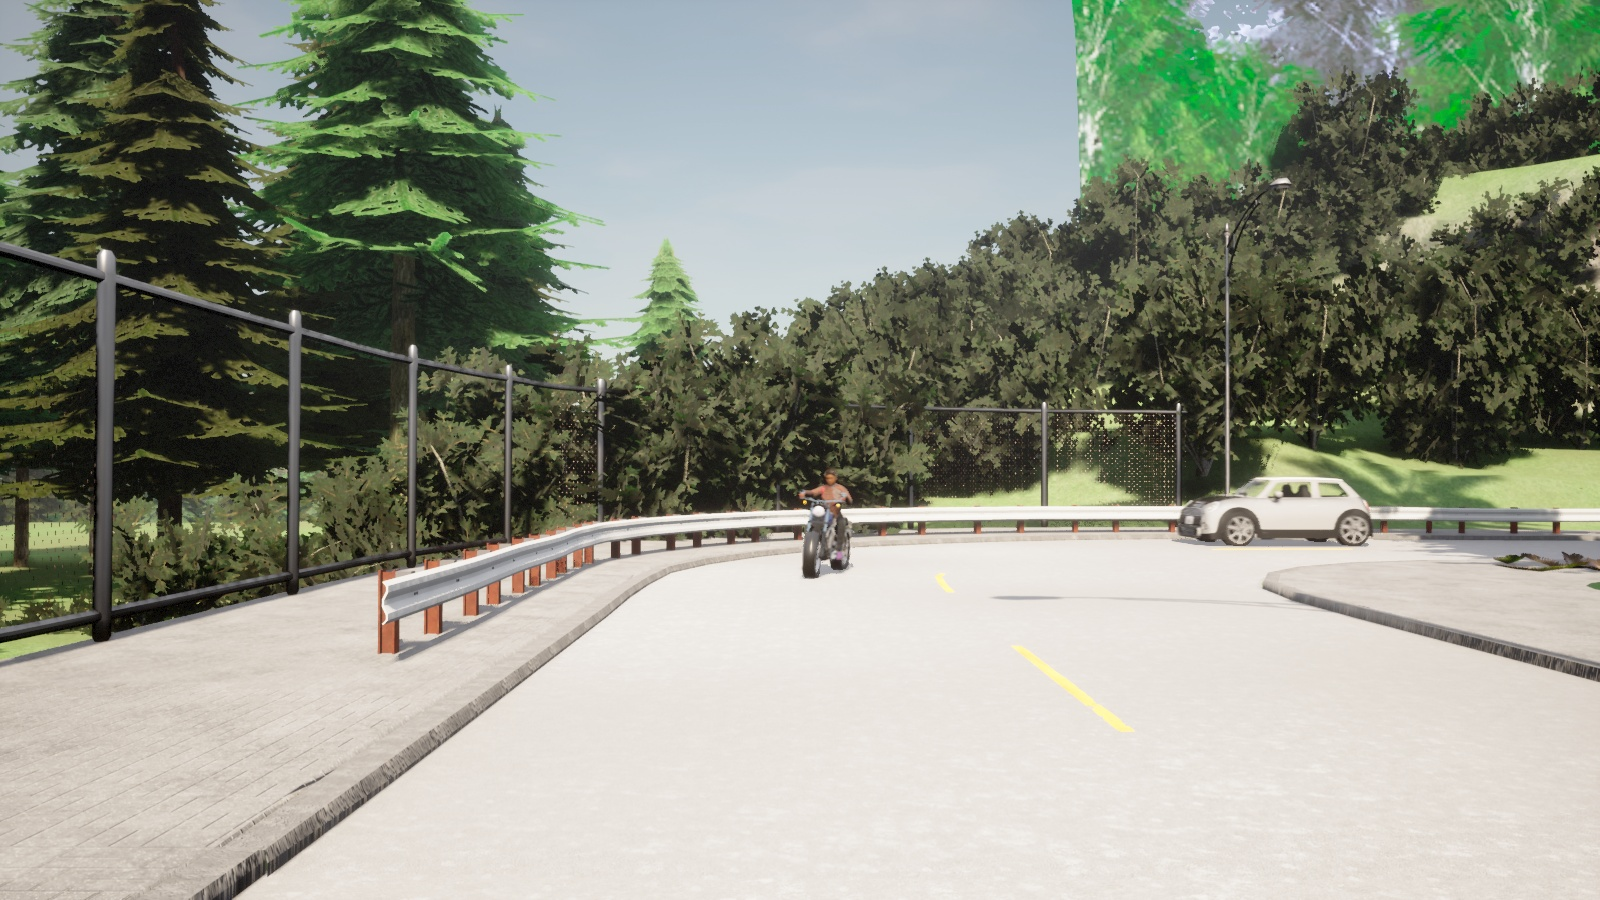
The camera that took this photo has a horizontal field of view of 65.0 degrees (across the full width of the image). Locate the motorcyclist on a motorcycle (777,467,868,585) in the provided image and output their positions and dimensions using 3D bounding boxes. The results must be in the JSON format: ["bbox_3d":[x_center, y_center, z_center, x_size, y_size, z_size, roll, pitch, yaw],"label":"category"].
[{"bbox_3d":[0.376,1.082,18.891,0.766,1.649,2.350,1,-1,16],"label":"motorcyclist on a motorcycle"}]

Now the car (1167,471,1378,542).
[{"bbox_3d":[10.222,1.198,27.337,3.806,1.475,1.970,0,-1,-4],"label":"car"}]
